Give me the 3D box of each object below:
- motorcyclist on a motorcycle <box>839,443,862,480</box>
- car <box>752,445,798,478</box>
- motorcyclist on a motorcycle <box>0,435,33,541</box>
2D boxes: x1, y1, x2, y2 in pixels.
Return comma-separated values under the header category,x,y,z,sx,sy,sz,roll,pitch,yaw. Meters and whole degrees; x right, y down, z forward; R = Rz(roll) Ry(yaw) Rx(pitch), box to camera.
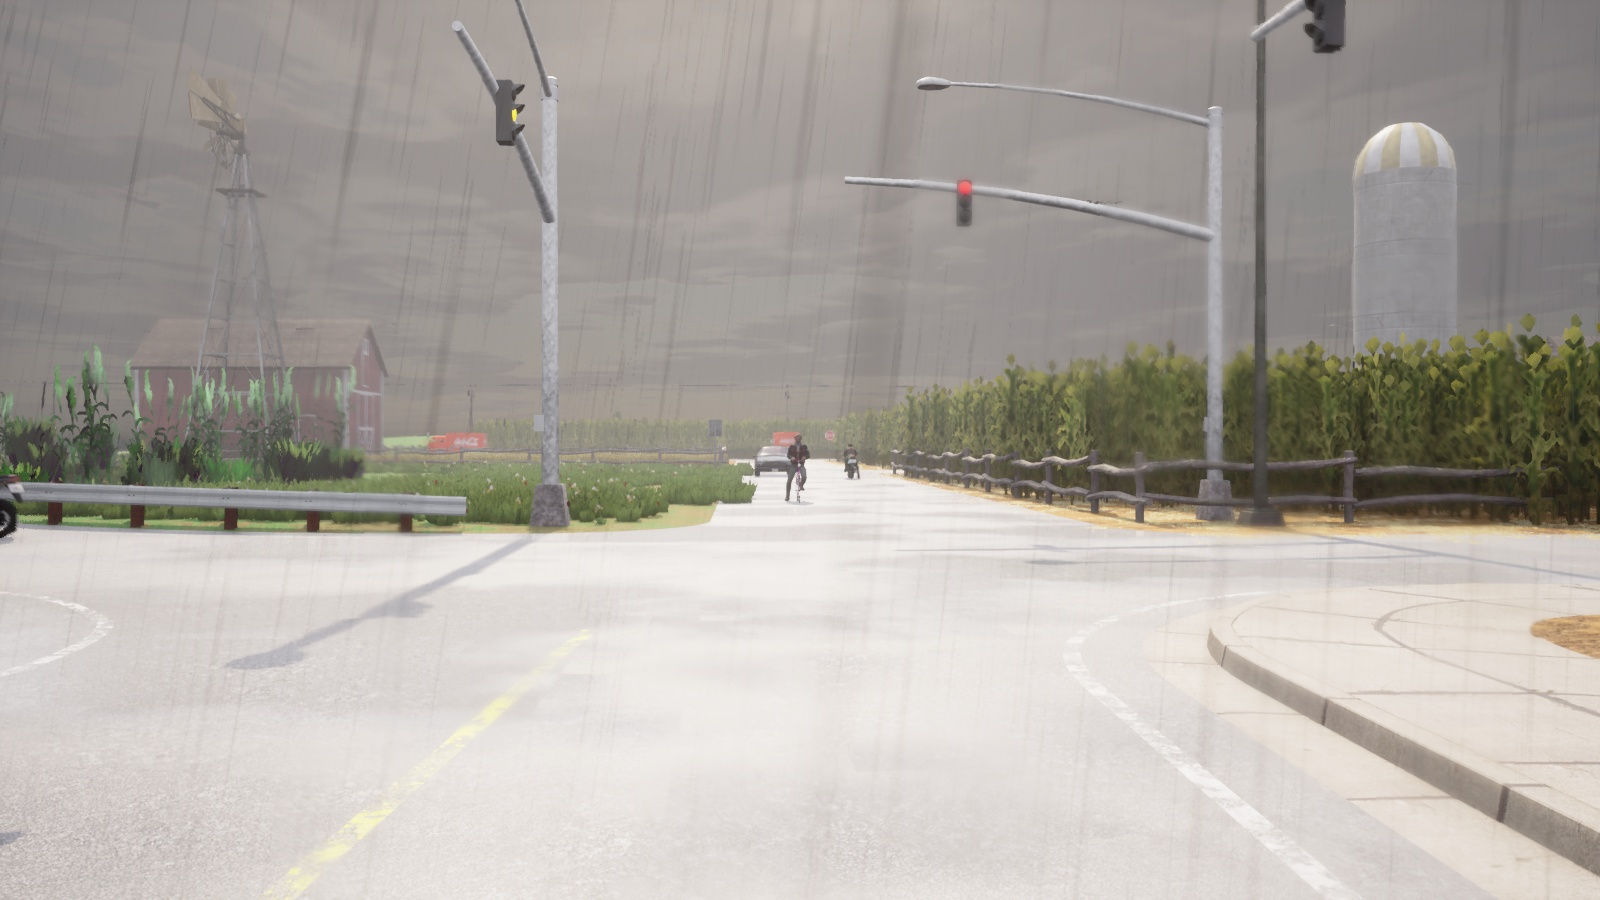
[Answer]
category,x,y,z,sx,sy,sz,roll,pitch,yaw
motorcyclist on a motorcycle,2.134,0.466,52.965,0.797,1.523,2.044,0,0,-3
car,-1.207,0.499,58.301,2.033,1.411,5.357,0,0,-3
motorcyclist on a motorcycle,-12.660,0.523,18.619,2.044,1.523,0.797,2,0,2
